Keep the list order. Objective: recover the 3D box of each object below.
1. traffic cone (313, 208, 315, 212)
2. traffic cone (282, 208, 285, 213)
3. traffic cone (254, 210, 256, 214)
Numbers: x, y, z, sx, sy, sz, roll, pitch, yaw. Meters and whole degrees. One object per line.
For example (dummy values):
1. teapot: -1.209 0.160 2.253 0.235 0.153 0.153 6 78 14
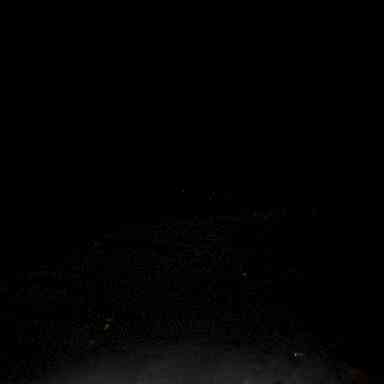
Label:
1. traffic cone: 17.193 2.503 47.033 0.340 0.580 0.340 0 -1 -21
2. traffic cone: 12.298 2.468 44.674 0.340 0.580 0.340 0 -1 -30
3. traffic cone: 7.850 2.426 41.552 0.340 0.580 0.340 1 -1 -40
